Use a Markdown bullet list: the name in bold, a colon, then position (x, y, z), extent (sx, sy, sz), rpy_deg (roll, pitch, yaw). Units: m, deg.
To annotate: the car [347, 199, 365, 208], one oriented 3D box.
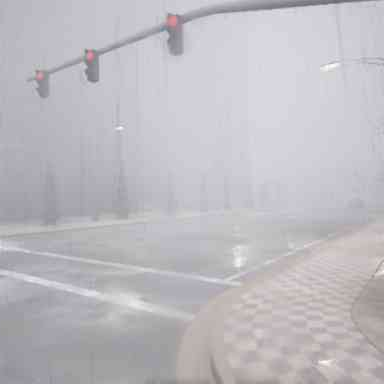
- **car**: position (25.505, 1.778, 51.628), extent (1.994, 1.385, 4.181), rpy_deg (-1, -1, 35)
